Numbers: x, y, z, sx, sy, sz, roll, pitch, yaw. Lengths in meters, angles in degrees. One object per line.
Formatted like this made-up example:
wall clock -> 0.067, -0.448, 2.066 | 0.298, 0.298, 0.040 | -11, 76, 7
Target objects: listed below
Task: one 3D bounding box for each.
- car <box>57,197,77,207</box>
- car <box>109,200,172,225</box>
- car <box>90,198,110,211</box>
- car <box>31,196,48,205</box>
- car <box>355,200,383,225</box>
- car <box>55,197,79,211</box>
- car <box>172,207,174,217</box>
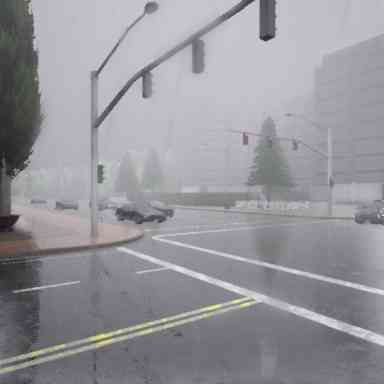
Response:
car -> -19.996, 1.498, 53.041 | 1.837, 1.490, 4.892 | 0, 0, -35
car -> -3.900, 1.541, 24.454 | 2.033, 1.411, 5.357 | 0, 0, -35
car -> -10.795, 1.484, 40.097 | 2.128, 1.511, 4.902 | 0, 0, -36
car -> -24.847, 1.324, 53.866 | 1.812, 1.442, 4.674 | 0, 0, -36
car -> 13.109, 1.338, 22.775 | 4.553, 1.767, 2.097 | 0, 0, -37
car -> -15.216, 1.498, 40.264 | 1.837, 1.490, 4.892 | 0, 0, -36
car -> -3.484, 1.469, 29.892 | 1.882, 1.535, 5.008 | 0, 0, -36
